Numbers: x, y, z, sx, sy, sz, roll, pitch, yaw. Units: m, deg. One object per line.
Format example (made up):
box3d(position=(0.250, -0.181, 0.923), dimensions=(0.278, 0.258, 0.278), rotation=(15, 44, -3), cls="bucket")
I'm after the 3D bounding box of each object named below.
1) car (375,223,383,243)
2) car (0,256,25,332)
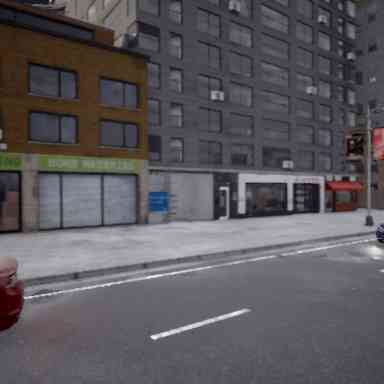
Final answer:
box3d(position=(10.096, 1.515, 14.879), dimensions=(4.674, 1.442, 1.812), rotation=(0, 0, -35), cls="car")
box3d(position=(-4.903, 1.481, 4.173), dimensions=(5.008, 1.535, 1.882), rotation=(0, 0, -35), cls="car")
